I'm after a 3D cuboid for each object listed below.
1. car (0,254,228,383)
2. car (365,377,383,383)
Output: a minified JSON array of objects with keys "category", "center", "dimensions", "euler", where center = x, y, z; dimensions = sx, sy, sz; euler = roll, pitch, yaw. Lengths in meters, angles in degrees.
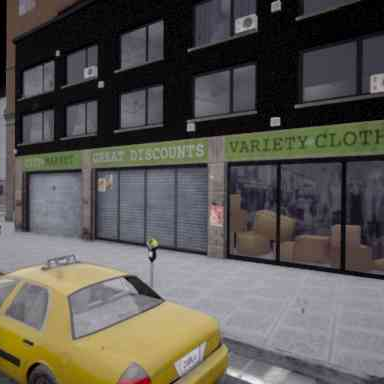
[{"category":"car","center":[-1.892,1.524,4.441],"dimensions":[4.829,1.417,1.752],"euler":[0,1,36]},{"category":"car","center":[2.793,1.551,1.097],"dimensions":[4.403,1.369,2.008],"euler":[0,1,36]}]
